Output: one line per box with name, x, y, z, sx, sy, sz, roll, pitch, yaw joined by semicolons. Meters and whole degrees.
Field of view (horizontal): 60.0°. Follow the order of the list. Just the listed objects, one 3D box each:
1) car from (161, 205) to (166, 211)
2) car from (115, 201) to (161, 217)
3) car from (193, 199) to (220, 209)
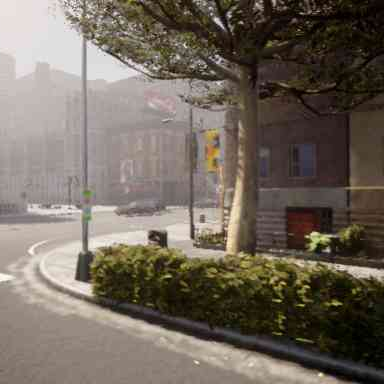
car;-5.475;1.815;39.979;1.895;1.301;4.718;-1;0;44
car;-5.764;1.716;34.271;1.812;1.442;4.674;-1;0;40
car;1.895;1.735;50.185;4.674;1.452;2.002;0;0;-35
